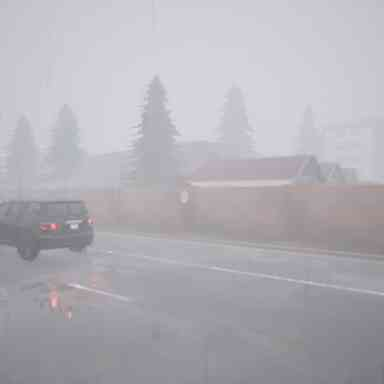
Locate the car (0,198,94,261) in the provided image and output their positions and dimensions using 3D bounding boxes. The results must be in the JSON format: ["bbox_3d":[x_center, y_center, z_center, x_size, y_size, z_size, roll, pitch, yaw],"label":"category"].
[{"bbox_3d":[-6.077,1.239,12.572,5.566,2.045,2.150,0,0,36],"label":"car"}]
